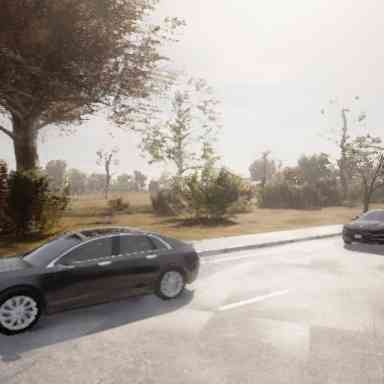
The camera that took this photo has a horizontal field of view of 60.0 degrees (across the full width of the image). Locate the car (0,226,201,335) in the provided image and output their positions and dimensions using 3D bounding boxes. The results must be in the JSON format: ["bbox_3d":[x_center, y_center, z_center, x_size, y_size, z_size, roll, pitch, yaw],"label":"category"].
[{"bbox_3d":[-2.066,1.516,6.844,4.892,1.490,1.837,0,0,-36],"label":"car"}]

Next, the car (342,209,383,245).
[{"bbox_3d":[8.545,1.479,14.631,5.008,1.535,1.882,0,0,-37],"label":"car"}]
